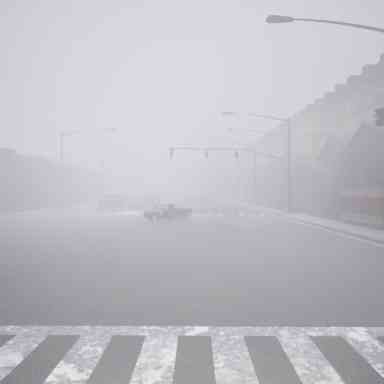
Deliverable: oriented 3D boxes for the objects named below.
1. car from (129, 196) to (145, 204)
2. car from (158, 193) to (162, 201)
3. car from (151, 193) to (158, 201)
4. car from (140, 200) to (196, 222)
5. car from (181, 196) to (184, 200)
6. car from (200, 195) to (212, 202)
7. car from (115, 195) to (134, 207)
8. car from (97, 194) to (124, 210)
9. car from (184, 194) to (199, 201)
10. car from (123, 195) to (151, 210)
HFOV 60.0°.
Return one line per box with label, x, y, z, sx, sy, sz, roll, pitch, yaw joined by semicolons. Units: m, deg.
car;-10.598;1.492;64.595;2.128;1.511;4.902;0;0;1
car;-7.103;1.220;64.364;2.150;2.045;5.566;0;0;1
car;-7.124;1.352;52.503;2.097;1.767;4.553;0;0;0
car;-1.789;1.601;26.388;1.895;1.301;4.718;0;0;26
car;-1.256;1.372;82.734;1.837;1.490;4.892;0;0;-17
car;3.399;1.547;73.968;1.994;1.385;4.181;0;0;-3
car;-10.618;1.352;52.839;2.097;1.767;4.553;0;0;0
car;-10.605;1.221;43.309;2.150;2.045;5.566;0;0;2
car;-0.086;1.490;72.643;1.837;1.490;4.892;0;0;-3
car;-7.118;1.491;43.558;2.128;1.511;4.902;0;0;0
